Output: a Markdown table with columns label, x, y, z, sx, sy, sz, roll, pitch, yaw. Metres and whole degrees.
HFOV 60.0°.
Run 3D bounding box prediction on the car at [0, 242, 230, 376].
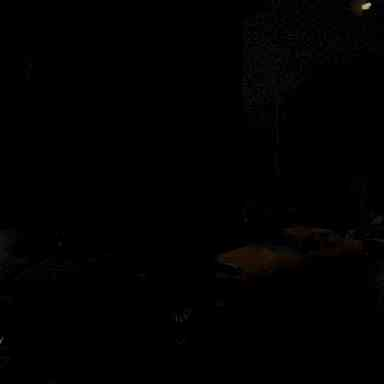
| label | x | y | z | sx | sy | sz | roll | pitch | yaw |
| --- | --- | --- | --- | --- | --- | --- | --- | --- | --- |
| car | -1.693 | 1.566 | 5.444 | 4.313 | 1.339 | 1.947 | 0 | 0 | -36 |

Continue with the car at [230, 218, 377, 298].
| label | x | y | z | sx | sy | sz | roll | pitch | yaw |
| --- | --- | --- | --- | --- | --- | --- | --- | --- | --- |
| car | 2.589 | 1.525 | 8.512 | 4.829 | 1.417 | 1.752 | 0 | 0 | -36 |

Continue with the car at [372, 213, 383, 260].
| label | x | y | z | sx | sy | sz | roll | pitch | yaw |
| --- | --- | --- | --- | --- | --- | --- | --- | --- | --- |
| car | 7.148 | 1.441 | 11.777 | 4.097 | 1.590 | 1.967 | 0 | 0 | -36 |
